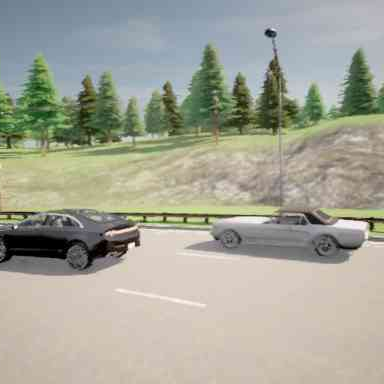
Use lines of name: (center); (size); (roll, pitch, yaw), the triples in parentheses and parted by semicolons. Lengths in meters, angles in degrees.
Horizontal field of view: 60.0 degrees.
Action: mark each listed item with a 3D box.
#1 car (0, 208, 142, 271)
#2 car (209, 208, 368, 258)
car: (-3.866, 1.248, 9.811); (4.902, 1.511, 2.128); (-1, 2, 22)
car: (2.964, 1.162, 10.677); (4.718, 1.301, 1.895); (0, 2, 29)
